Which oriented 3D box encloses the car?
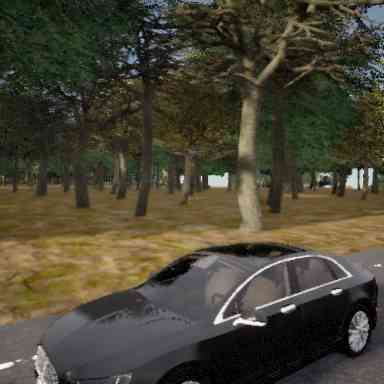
[{"bbox_3d":[0.606,1.502,4.426,4.892,1.490,1.837,0,0,-36],"label":"car"}]
